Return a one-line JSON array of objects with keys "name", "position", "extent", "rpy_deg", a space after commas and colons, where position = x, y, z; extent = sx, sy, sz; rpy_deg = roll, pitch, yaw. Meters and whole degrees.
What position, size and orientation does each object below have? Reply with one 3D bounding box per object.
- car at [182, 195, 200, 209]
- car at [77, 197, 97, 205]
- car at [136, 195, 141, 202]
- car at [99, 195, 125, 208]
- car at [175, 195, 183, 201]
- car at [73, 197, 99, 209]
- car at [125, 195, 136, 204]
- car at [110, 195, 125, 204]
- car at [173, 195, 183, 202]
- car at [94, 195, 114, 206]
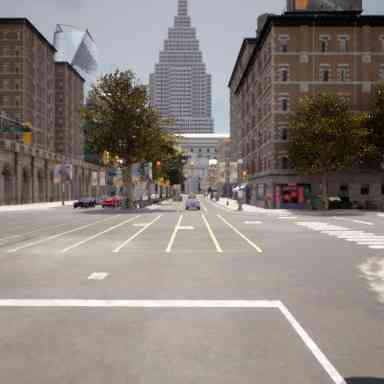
[{"name": "car", "position": [0.125, 1.544, 44.805], "extent": [2.033, 1.411, 5.357], "rpy_deg": [0, 0, 0]}, {"name": "car", "position": [-18.217, 1.591, 57.827], "extent": [1.895, 1.301, 4.718], "rpy_deg": [0, 0, 0]}, {"name": "car", "position": [-11.462, 1.347, 67.722], "extent": [2.097, 1.767, 4.553], "rpy_deg": [0, 0, 0]}, {"name": "car", "position": [-11.542, 1.474, 47.935], "extent": [1.882, 1.535, 5.008], "rpy_deg": [0, 0, 0]}, {"name": "car", "position": [-3.452, 1.494, 87.319], "extent": [1.837, 1.490, 4.892], "rpy_deg": [0, 0, 0]}, {"name": "car", "position": [-15.047, 1.597, 46.711], "extent": [1.895, 1.301, 4.718], "rpy_deg": [0, 0, 0]}, {"name": "car", "position": [-11.468, 1.501, 57.732], "extent": [1.837, 1.490, 4.892], "rpy_deg": [0, 0, 0]}, {"name": "car", "position": [-14.963, 1.473, 66.919], "extent": [1.882, 1.535, 5.008], "rpy_deg": [0, 0, 0]}, {"name": "car", "position": [-3.457, 1.534, 77.834], "extent": [2.033, 1.411, 5.357], "rpy_deg": [0, 0, 0]}, {"name": "car", "position": [-14.969, 1.348, 56.819], "extent": [2.097, 1.767, 4.553], "rpy_deg": [0, 0, 0]}]
